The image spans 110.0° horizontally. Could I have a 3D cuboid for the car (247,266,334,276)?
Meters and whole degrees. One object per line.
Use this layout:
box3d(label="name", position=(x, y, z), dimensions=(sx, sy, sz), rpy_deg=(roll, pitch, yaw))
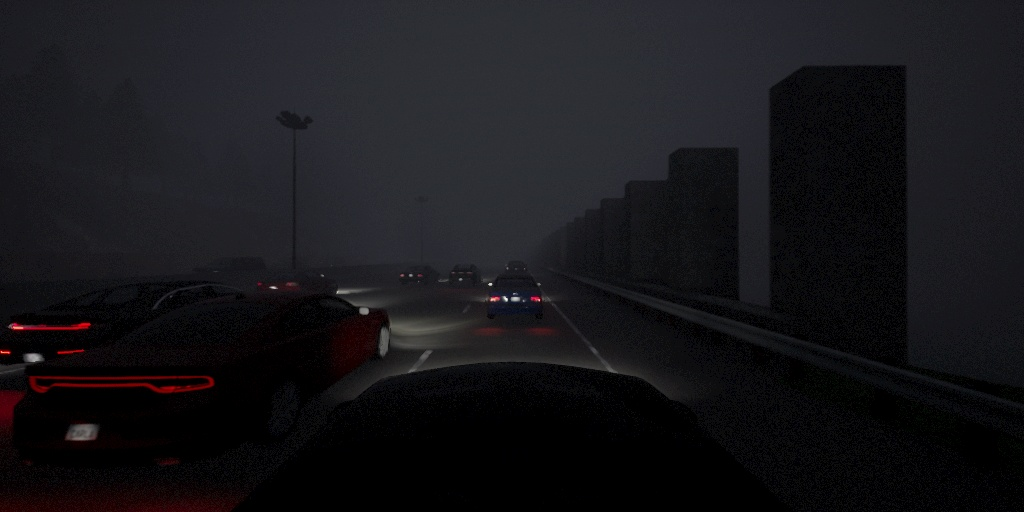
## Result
box3d(label="car", position=(-10.374, 1.368, 17.595), dimensions=(1.994, 1.385, 4.181), rpy_deg=(0, 0, 0))

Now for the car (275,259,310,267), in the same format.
box3d(label="car", position=(-24.106, 1.376, 38.866), dimensions=(1.837, 1.490, 4.892), rpy_deg=(0, 1, 2))

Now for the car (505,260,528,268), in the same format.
box3d(label="car", position=(0.431, 1.211, 34.606), dimensions=(2.097, 1.767, 4.553), rpy_deg=(0, 0, 1))

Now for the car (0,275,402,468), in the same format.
box3d(label="car", position=(-3.398, 1.240, 5.315), dimensions=(1.882, 1.535, 5.008), rpy_deg=(0, 0, 0))

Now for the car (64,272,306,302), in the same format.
box3d(label="car", position=(-6.899, 1.262, 7.598), dimensions=(2.128, 1.511, 4.902), rpy_deg=(0, 0, 0))

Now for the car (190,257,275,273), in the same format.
box3d(label="car", position=(-20.957, 1.057, 26.857), dimensions=(2.150, 2.045, 5.566), rpy_deg=(0, 0, 1))

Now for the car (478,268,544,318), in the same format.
box3d(label="car", position=(0.104, 1.336, 13.151), dimensions=(2.033, 1.411, 5.357), rpy_deg=(0, 0, 0))

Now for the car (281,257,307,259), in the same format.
box3d(label="car", position=(-27.532, 1.117, 44.635), dimensions=(2.150, 2.045, 5.566), rpy_deg=(0, 0, 2))

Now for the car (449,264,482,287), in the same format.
box3d(label="car", position=(-3.266, 1.322, 25.654), dimensions=(2.128, 1.511, 4.902), rpy_deg=(0, 0, 1))

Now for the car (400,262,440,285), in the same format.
box3d(label="car", position=(-6.756, 1.381, 26.655), dimensions=(2.033, 1.411, 5.357), rpy_deg=(0, 0, 1))
